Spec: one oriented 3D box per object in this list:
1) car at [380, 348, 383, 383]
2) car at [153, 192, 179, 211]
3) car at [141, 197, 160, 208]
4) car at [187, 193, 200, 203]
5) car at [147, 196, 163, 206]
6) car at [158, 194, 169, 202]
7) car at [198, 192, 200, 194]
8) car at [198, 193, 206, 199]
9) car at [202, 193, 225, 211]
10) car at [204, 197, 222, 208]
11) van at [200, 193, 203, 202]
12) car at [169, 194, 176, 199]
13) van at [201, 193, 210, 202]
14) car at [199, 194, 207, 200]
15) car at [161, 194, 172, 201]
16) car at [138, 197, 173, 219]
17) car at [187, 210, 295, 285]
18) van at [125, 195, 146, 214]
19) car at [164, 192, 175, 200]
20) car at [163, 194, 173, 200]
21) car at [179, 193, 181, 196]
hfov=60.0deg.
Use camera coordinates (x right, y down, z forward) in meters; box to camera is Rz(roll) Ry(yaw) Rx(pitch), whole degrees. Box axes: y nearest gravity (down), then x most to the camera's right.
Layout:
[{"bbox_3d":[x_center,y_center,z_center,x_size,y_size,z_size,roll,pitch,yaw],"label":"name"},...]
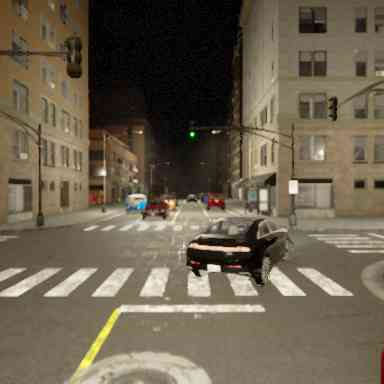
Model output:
[{"bbox_3d":[2.637,1.310,0.792,2.192,1.841,5.009,0,0,0],"label":"car"},{"bbox_3d":[-2.877,1.169,37.024,2.097,1.767,4.553,0,0,0],"label":"car"},{"bbox_3d":[-5.438,1.350,43.562,1.947,1.339,4.313,0,0,0],"label":"car"},{"bbox_3d":[0.059,1.310,58.484,1.895,1.301,4.718,0,0,0],"label":"car"},{"bbox_3d":[-5.441,1.302,48.968,1.887,1.381,4.507,0,0,0],"label":"car"},{"bbox_3d":[-5.449,1.202,65.018,1.752,1.417,4.829,0,0,0],"label":"car"},{"bbox_3d":[2.639,1.017,59.788,2.192,1.841,5.009,0,0,0],"label":"car"},{"bbox_3d":[2.593,1.006,86.818,1.967,1.590,4.097,0,0,0],"label":"car"},{"bbox_3d":[2.675,1.125,38.162,2.192,1.841,5.009,0,0,0],"label":"car"},{"bbox_3d":[2.666,1.334,43.570,2.008,1.369,4.403,0,0,0],"label":"car"},{"bbox_3d":[2.648,1.070,54.381,1.690,1.788,3.998,0,0,0],"label":"van"},{"bbox_3d":[-5.463,1.121,92.218,1.802,1.307,4.206,0,0,0],"label":"car"},{"bbox_3d":[2.630,1.016,65.194,1.690,1.788,3.998,0,0,0],"label":"van"},{"bbox_3d":[2.602,1.117,81.583,1.752,1.417,4.829,0,0,0],"label":"car"},{"bbox_3d":[-5.452,1.199,70.593,2.008,1.369,4.403,0,0,0],"label":"car"},{"bbox_3d":[-2.869,1.391,27.245,1.812,1.442,4.674,0,0,2],"label":"car"},{"bbox_3d":[1.553,1.439,9.487,2.128,1.511,4.902,0,0,26],"label":"car"},{"bbox_3d":[-5.433,1.180,32.749,1.690,1.788,3.998,0,0,0],"label":"van"},{"bbox_3d":[-5.458,0.909,81.404,2.192,1.841,5.009,0,0,0],"label":"car"},{"bbox_3d":[-5.455,1.187,75.999,1.947,1.339,4.313,0,0,0],"label":"car"},{"bbox_3d":[-2.876,1.313,47.370,2.033,1.411,5.357,0,0,0],"label":"car"}]
